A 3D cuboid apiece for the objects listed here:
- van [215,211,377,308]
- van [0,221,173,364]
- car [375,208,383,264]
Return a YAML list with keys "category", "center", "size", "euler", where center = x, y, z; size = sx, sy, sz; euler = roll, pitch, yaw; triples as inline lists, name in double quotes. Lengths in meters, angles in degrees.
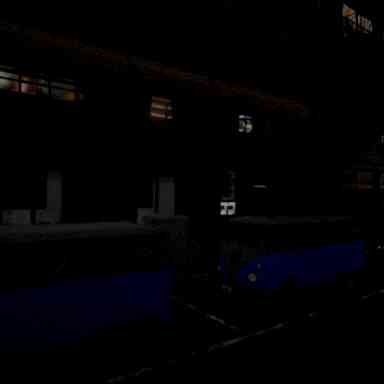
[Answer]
- category: "van"
  center: [2.410, 1.413, 7.808]
  size: [3.998, 1.788, 1.690]
  euler: [1, 0, -35]
- category: "van"
  center: [-2.183, 1.349, 4.535]
  size: [3.998, 1.788, 1.690]
  euler: [1, 0, -35]
- category: "car"
  center: [7.004, 1.453, 11.081]
  size: [5.009, 1.841, 2.192]
  euler: [1, 0, -35]
